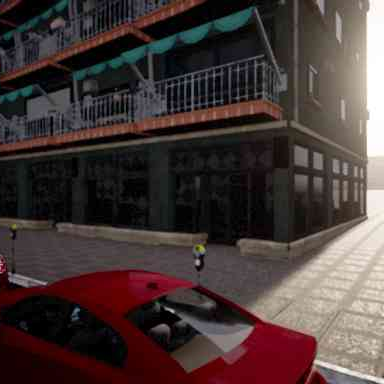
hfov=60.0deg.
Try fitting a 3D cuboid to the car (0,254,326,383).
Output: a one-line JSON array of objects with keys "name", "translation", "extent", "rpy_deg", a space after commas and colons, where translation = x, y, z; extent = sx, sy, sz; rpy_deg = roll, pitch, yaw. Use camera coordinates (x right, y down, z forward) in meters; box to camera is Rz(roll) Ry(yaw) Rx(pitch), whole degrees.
[{"name": "car", "translation": [-0.979, 1.542, 3.573], "extent": [4.507, 1.381, 1.887], "rpy_deg": [0, 0, 35]}]
